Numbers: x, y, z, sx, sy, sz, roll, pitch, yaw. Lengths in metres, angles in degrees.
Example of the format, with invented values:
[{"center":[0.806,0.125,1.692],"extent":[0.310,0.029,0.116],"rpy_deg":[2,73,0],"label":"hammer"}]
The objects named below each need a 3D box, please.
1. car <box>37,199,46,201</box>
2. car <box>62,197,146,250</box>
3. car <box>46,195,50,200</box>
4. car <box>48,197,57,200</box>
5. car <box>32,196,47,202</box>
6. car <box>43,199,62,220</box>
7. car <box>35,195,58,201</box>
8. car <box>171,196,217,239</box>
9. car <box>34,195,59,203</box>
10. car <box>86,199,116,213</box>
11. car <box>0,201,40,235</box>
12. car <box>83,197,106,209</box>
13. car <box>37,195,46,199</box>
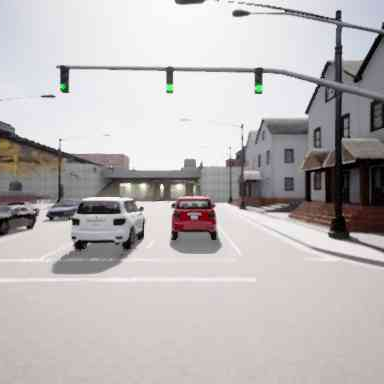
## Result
[{"center":[-14.089,1.555,27.146],"extent":[1.812,1.442,4.674],"rpy_deg":[0,0,0],"label":"car"},{"center":[-3.399,1.235,14.431],"extent":[2.150,2.045,5.566],"rpy_deg":[0,0,0],"label":"car"},{"center":[-31.680,1.533,69.115],"extent":[2.038,1.542,4.974],"rpy_deg":[0,0,-36],"label":"car"},{"center":[-14.046,1.547,37.501],"extent":[1.837,1.490,4.892],"rpy_deg":[0,0,0],"label":"car"},{"center":[-31.711,1.375,69.157],"extent":[1.853,1.218,4.536],"rpy_deg":[0,0,-36],"label":"car"},{"center":[-10.591,1.578,28.574],"extent":[2.033,1.411,5.357],"rpy_deg":[0,0,0],"label":"car"},{"center":[-32.494,1.382,74.436],"extent":[1.853,1.218,4.536],"rpy_deg":[0,0,29],"label":"car"},{"center":[0.101,1.238,17.615],"extent":[2.150,2.045,5.566],"rpy_deg":[0,0,0],"label":"car"},{"center":[-32.469,1.539,74.482],"extent":[2.038,1.542,4.974],"rpy_deg":[0,0,29],"label":"car"},{"center":[-10.537,1.591,38.863],"extent":[2.033,1.411,5.357],"rpy_deg":[0,0,0],"label":"car"},{"center":[-10.599,1.511,18.825],"extent":[2.128,1.511,4.902],"rpy_deg":[0,0,0],"label":"car"},{"center":[-14.000,1.559,47.915],"extent":[1.837,1.490,4.892],"rpy_deg":[0,0,0],"label":"car"},{"center":[-31.669,1.527,64.507],"extent":[2.038,1.542,4.974],"rpy_deg":[0,0,44],"label":"car"}]
